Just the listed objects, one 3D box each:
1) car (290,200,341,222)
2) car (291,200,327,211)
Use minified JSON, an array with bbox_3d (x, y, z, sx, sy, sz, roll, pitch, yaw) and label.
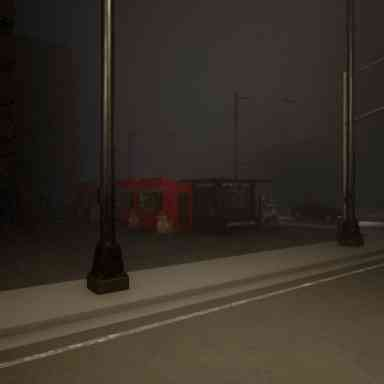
[{"bbox_3d":[10.484,1.612,27.571,1.837,1.490,4.892,0,-1,-36],"label":"car"},{"bbox_3d":[15.610,1.803,44.646,1.994,1.385,4.181,0,-1,-36],"label":"car"}]
